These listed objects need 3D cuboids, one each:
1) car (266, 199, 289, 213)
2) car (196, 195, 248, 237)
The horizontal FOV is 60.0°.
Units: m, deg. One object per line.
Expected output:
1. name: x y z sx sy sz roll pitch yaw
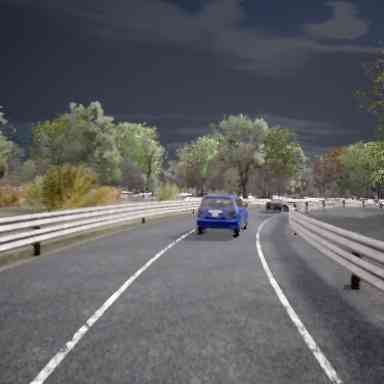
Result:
1. car: 10.600 1.664 40.926 1.882 1.535 5.008 1 0 30
2. car: 1.795 1.187 18.303 2.150 2.045 5.566 1 0 15
